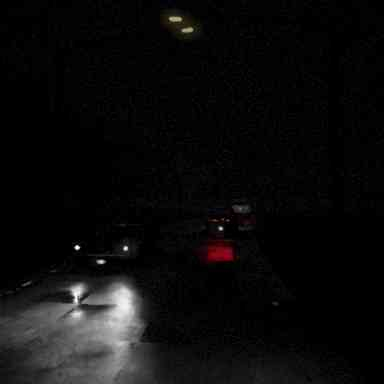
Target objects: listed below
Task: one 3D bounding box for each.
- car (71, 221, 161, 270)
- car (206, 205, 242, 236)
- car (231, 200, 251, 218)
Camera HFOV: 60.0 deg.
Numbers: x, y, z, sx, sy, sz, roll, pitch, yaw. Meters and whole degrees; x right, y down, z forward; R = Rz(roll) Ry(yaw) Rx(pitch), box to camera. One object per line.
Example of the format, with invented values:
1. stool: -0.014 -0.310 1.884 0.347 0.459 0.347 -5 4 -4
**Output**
1. car: -2.416 1.726 11.725 1.895 1.301 4.718 0 -1 5
2. car: 1.964 1.786 20.509 1.837 1.490 4.892 0 -1 9
3. car: 5.927 2.018 40.139 2.150 2.045 5.566 0 -2 10
